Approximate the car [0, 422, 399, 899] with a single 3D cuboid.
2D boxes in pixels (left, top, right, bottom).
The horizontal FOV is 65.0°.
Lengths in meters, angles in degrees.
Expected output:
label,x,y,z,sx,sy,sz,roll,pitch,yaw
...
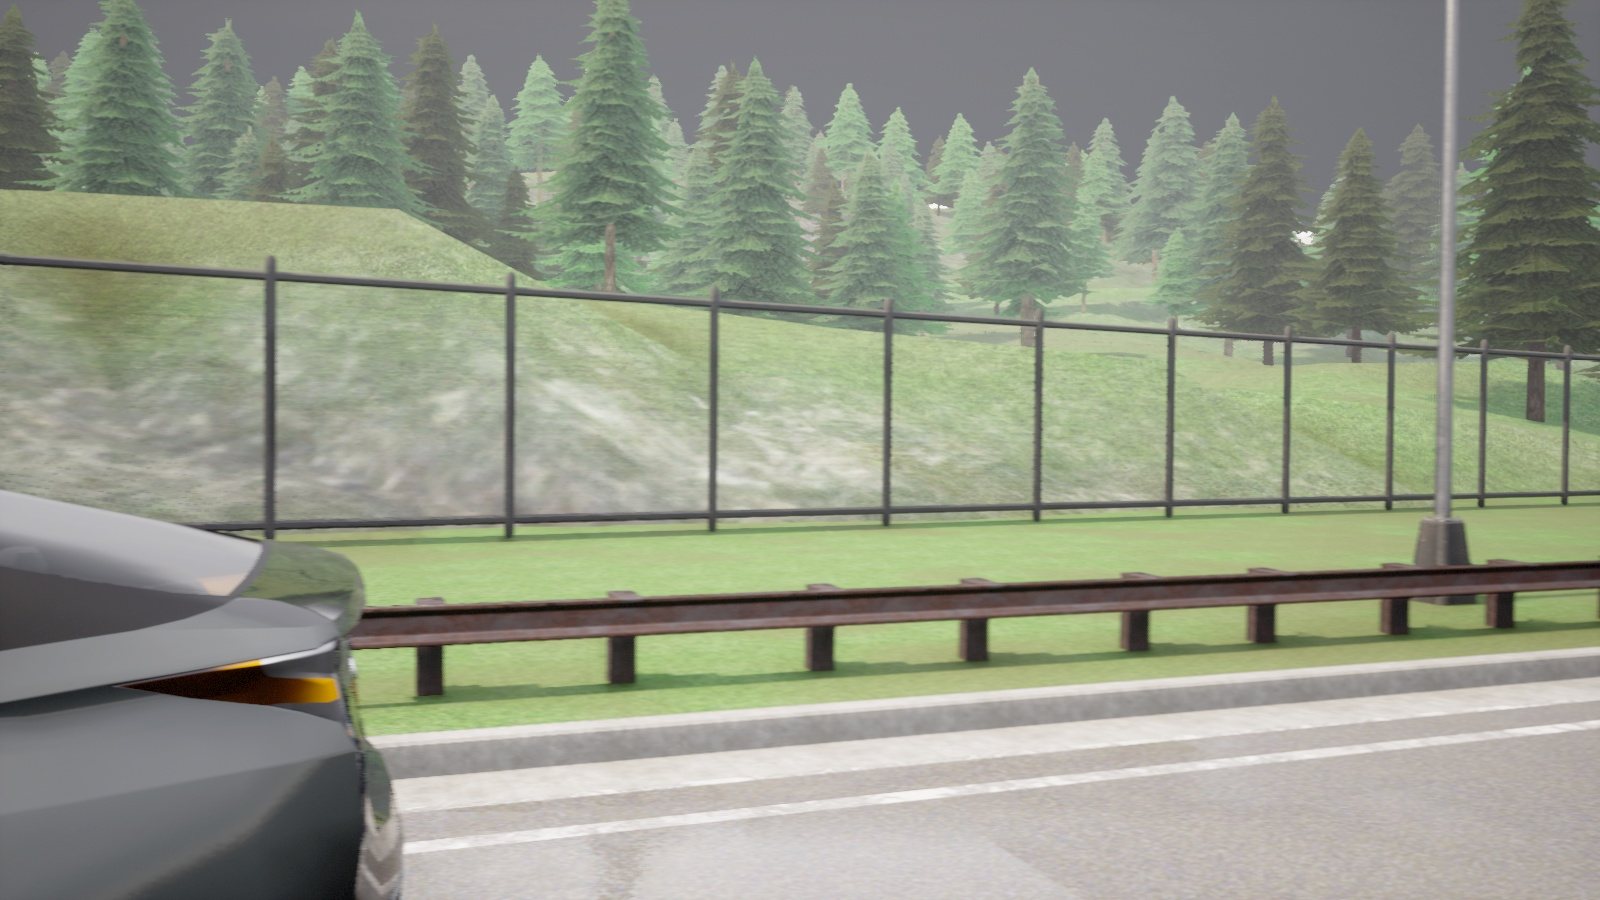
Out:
label,x,y,z,sx,sy,sz,roll,pitch,yaw
car,-3.081,0.744,2.071,4.514,1.525,2.007,-1,1,-21
